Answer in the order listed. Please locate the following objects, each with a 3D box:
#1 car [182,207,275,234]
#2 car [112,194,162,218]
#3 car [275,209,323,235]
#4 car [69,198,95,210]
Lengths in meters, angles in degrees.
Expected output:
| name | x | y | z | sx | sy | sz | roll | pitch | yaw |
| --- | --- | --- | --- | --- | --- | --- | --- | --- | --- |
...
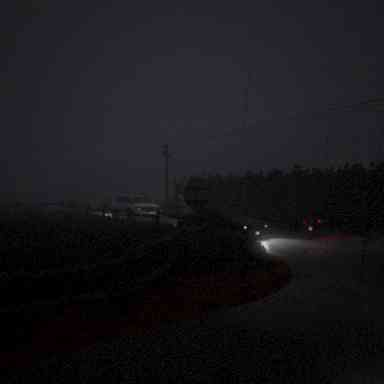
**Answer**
| name | x | y | z | sx | sy | sz | roll | pitch | yaw |
| --- | --- | --- | --- | --- | --- | --- | --- | --- | --- |
| car | 1.549 | 1.543 | 17.790 | 2.033 | 1.411 | 5.357 | 0 | 0 | -36 |
| car | -4.518 | 1.215 | 26.338 | 2.150 | 2.045 | 5.566 | 0 | 0 | -35 |
| car | 4.845 | 1.595 | 18.976 | 1.895 | 1.301 | 4.718 | 0 | 0 | -35 |
| car | -12.471 | 1.487 | 37.591 | 2.128 | 1.511 | 4.902 | 0 | 0 | -35 |
